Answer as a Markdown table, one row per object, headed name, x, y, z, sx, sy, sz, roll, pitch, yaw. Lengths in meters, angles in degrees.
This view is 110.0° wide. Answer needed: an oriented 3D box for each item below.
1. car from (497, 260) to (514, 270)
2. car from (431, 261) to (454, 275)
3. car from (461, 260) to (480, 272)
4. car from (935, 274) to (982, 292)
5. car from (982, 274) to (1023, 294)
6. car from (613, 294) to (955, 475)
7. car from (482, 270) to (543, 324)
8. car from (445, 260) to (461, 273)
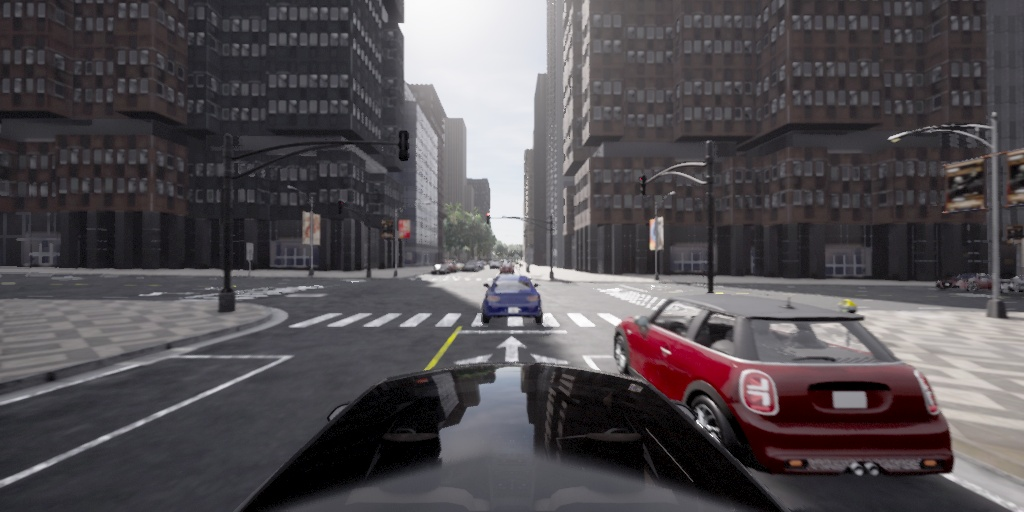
| name | x | y | z | sx | sy | sz | roll | pitch | yaw |
| --- | --- | --- | --- | --- | --- | --- | --- | --- | --- |
| car | -0.628 | 1.587 | 46.253 | 1.967 | 1.591 | 4.097 | 0 | 0 | 0 |
| car | -9.153 | 1.713 | 46.196 | 1.948 | 1.339 | 4.313 | 0 | 0 | 0 |
| car | -6.514 | 1.756 | 55.660 | 1.837 | 1.490 | 4.892 | 0 | -1 | 0 |
| car | 36.374 | 2.093 | 28.342 | 4.181 | 1.385 | 1.994 | 1 | 0 | 0 |
| car | 36.931 | 2.004 | 25.094 | 4.902 | 1.511 | 2.128 | 1 | 0 | 0 |
| car | 2.761 | 1.217 | 4.865 | 1.967 | 1.591 | 4.097 | 0 | 0 | 0 |
| car | -0.030 | 1.369 | 12.348 | 1.812 | 1.442 | 4.674 | 0 | 0 | -2 |
| car | -9.191 | 1.521 | 51.622 | 2.192 | 1.841 | 5.009 | 0 | 0 | 0 |
